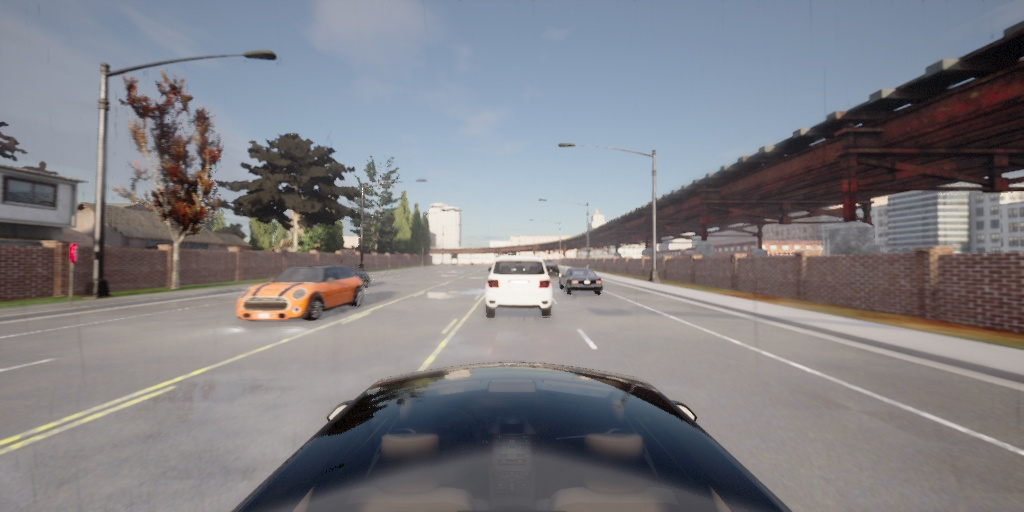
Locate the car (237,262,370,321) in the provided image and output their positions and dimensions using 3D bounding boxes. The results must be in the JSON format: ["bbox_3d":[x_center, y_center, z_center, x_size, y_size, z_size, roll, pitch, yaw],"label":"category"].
[{"bbox_3d":[-6.972,1.100,12.367,2.097,1.767,4.553,0,0,1],"label":"car"}]

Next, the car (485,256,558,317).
[{"bbox_3d":[0.243,1.015,13.481,2.150,2.045,5.566,0,0,1],"label":"car"}]

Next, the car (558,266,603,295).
[{"bbox_3d":[3.837,1.386,20.681,2.033,1.411,5.357,0,0,1],"label":"car"}]
